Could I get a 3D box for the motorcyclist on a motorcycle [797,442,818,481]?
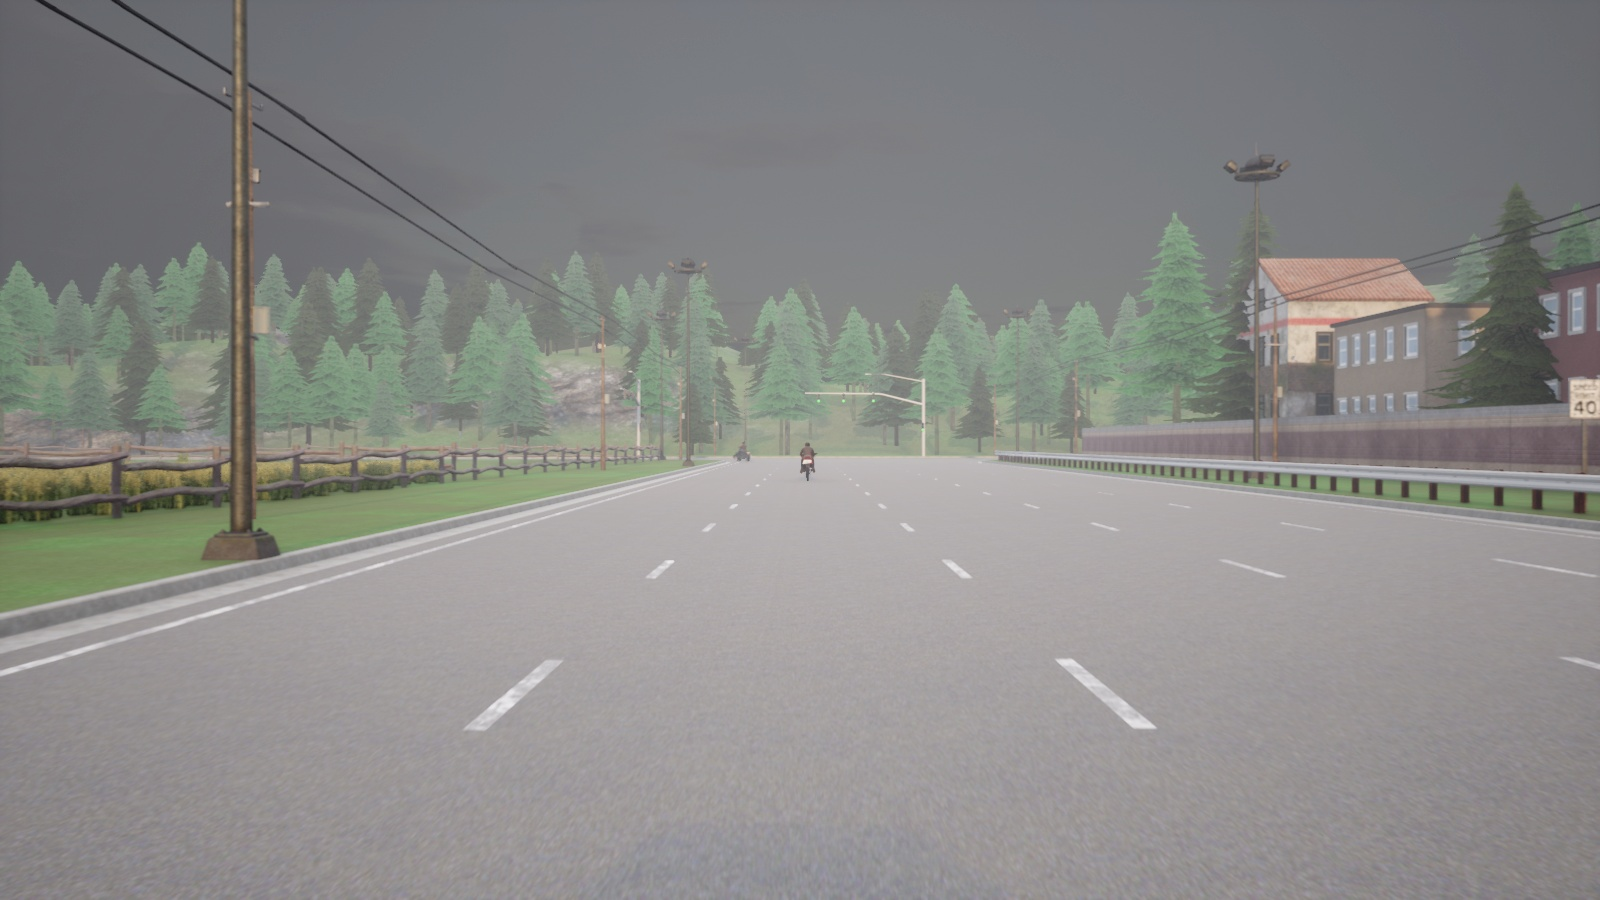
[{"bbox_3d":[0.299,0.449,49.673,0.797,1.523,2.044,0,0,0],"label":"motorcyclist on a motorcycle"}]
